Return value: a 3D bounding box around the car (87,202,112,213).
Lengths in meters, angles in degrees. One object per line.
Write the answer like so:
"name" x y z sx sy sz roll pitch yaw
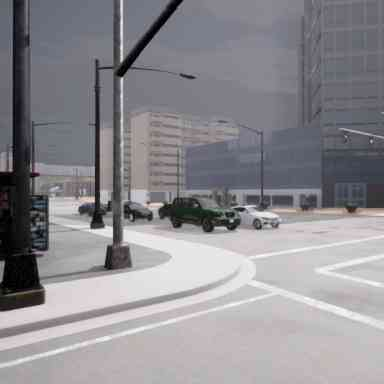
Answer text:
"car" -12.734 2.059 45.719 1.994 1.385 4.181 0 -1 -35

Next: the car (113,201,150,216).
"car" -6.903 1.840 37.626 2.128 1.511 4.902 0 -1 -36

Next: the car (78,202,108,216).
"car" -11.411 1.938 37.880 2.033 1.411 5.357 0 -1 -36

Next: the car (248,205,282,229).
"car" 3.908 1.634 22.695 1.812 1.442 4.674 0 -1 -35

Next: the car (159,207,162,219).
"car" -1.391 1.739 30.083 1.812 1.442 4.674 0 -1 -36

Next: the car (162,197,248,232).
"car" 0.641 1.335 21.264 2.150 2.045 5.566 0 -1 -36

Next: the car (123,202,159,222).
"car" -5.165 1.740 29.264 1.837 1.490 4.892 0 -1 -36
